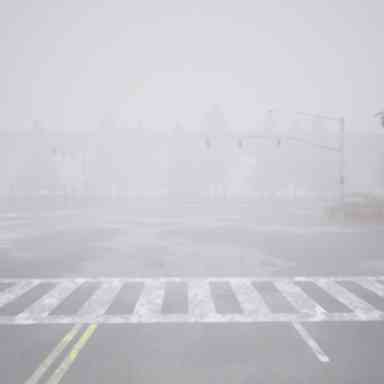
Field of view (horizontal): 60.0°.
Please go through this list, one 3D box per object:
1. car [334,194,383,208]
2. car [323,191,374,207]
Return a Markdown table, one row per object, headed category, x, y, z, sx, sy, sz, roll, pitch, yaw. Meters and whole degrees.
| category | x | y | z | sx | sy | sz | roll | pitch | yaw |
| --- | --- | --- | --- | --- | --- | --- | --- | --- | --- |
| car | 17.352 | 1.251 | 33.126 | 5.008 | 1.535 | 1.882 | 0 | 0 | -2 |
| car | 17.371 | 0.969 | 36.620 | 5.566 | 2.045 | 2.150 | 0 | 0 | -2 |
